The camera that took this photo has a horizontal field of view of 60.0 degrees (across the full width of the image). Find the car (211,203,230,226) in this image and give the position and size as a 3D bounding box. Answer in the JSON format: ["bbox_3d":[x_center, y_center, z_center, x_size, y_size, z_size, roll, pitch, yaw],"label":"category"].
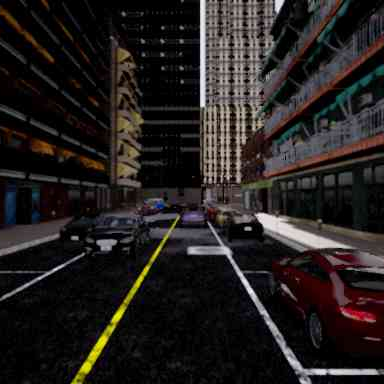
[{"bbox_3d":[2.564,1.763,23.141,1.752,1.417,4.829,0,-1,0],"label":"car"}]

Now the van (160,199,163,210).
[{"bbox_3d":[-5.322,1.835,45.722,1.690,1.788,3.998,0,-1,0],"label":"van"}]

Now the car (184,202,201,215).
[{"bbox_3d":[0.091,1.991,41.520,2.033,1.411,5.357,0,-1,0],"label":"car"}]

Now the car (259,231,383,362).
[{"bbox_3d":[2.568,1.641,5.901,1.802,1.307,4.206,0,-1,0],"label":"car"}]

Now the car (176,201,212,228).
[{"bbox_3d":[0.095,1.679,24.233,2.033,1.649,4.856,0,-1,0],"label":"car"}]

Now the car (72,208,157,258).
[{"bbox_3d":[-2.853,1.627,13.500,2.128,1.511,4.902,0,-1,0],"label":"car"}]

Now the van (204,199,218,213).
[{"bbox_3d":[2.558,1.834,45.730,1.690,1.788,3.998,0,-1,0],"label":"van"}]

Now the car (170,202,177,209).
[{"bbox_3d":[-2.764,2.275,56.475,1.895,1.301,4.718,0,-1,0],"label":"car"}]

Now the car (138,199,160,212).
[{"bbox_3d":[-5.321,1.867,40.031,1.967,1.590,4.097,0,-1,0],"label":"car"}]

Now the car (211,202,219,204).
[{"bbox_3d":[2.562,1.842,28.659,1.887,1.381,4.507,0,-1,0],"label":"car"}]

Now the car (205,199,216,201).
[{"bbox_3d":[2.559,1.866,40.039,1.967,1.590,4.097,0,-1,0],"label":"car"}]

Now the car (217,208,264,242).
[{"bbox_3d":[2.565,1.741,17.281,1.947,1.339,4.313,0,-1,0],"label":"car"}]

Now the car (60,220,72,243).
[{"bbox_3d":[-5.315,1.741,17.272,1.947,1.339,4.313,0,-1,0],"label":"car"}]
